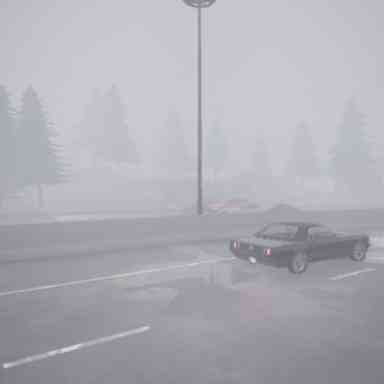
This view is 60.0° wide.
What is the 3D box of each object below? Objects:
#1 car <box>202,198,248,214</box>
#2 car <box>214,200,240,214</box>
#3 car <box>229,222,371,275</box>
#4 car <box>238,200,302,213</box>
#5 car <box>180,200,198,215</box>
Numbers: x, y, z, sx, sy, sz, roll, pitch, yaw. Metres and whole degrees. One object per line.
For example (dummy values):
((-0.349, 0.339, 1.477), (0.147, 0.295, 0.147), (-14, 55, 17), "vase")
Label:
((3.460, 1.329, 30.652), (4.553, 1.767, 2.097), (0, 0, -26), "car")
((4.546, 1.580, 27.281), (4.718, 1.301, 1.895), (0, 0, -26), "car")
((3.546, 1.590, 10.437), (4.718, 1.301, 1.895), (0, 0, -33), "car")
((5.949, 1.504, 24.061), (4.674, 1.442, 1.812), (0, 0, -27), "car")
((1.180, 1.474, 33.400), (4.902, 1.511, 2.128), (0, 0, -27), "car")
